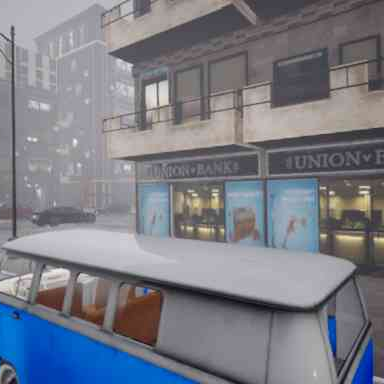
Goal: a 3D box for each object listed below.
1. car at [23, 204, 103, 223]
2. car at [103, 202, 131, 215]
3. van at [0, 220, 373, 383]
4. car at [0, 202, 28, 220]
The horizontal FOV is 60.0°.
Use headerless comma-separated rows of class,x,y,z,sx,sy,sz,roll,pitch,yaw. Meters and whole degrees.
car,-8.542,1.583,22.356,1.947,1.339,4.313,-2,-1,36
car,-8.612,1.798,36.407,1.947,1.339,4.313,-2,-1,36
van,-0.450,1.342,3.182,3.998,1.788,1.690,0,-1,36
car,-15.293,1.608,27.325,1.967,1.590,4.097,-2,-1,36
